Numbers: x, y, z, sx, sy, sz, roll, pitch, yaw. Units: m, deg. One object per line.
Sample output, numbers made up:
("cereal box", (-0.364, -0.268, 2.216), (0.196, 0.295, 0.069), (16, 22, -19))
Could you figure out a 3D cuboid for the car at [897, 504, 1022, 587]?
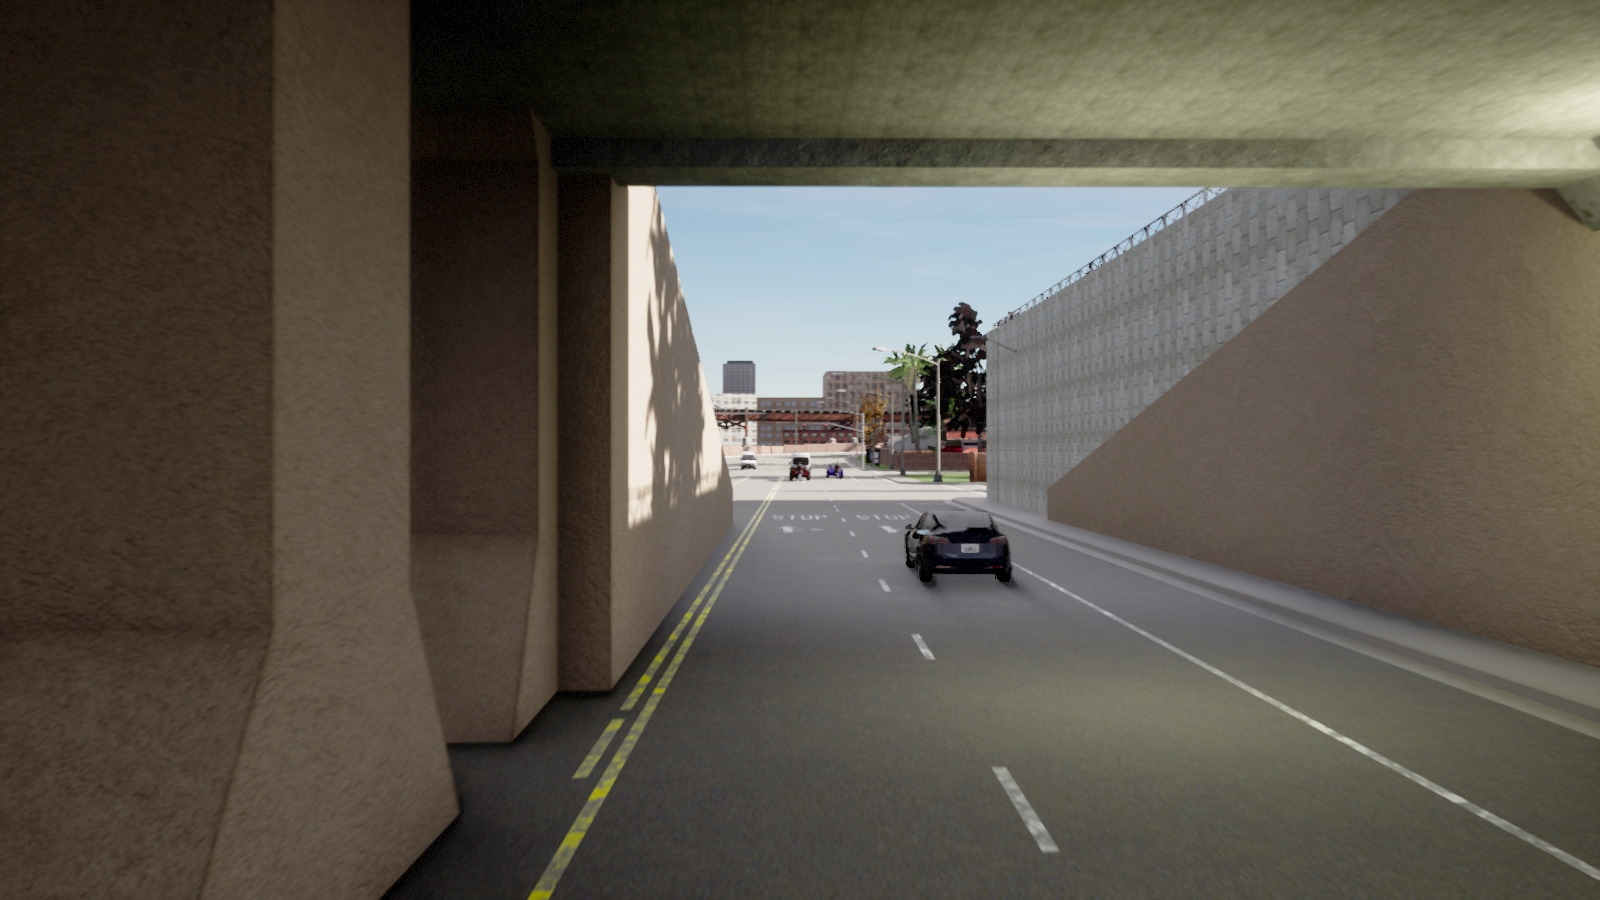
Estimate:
("car", (3.462, 2.063, 25.751), (2.163, 1.488, 4.792), (0, 0, 0))
